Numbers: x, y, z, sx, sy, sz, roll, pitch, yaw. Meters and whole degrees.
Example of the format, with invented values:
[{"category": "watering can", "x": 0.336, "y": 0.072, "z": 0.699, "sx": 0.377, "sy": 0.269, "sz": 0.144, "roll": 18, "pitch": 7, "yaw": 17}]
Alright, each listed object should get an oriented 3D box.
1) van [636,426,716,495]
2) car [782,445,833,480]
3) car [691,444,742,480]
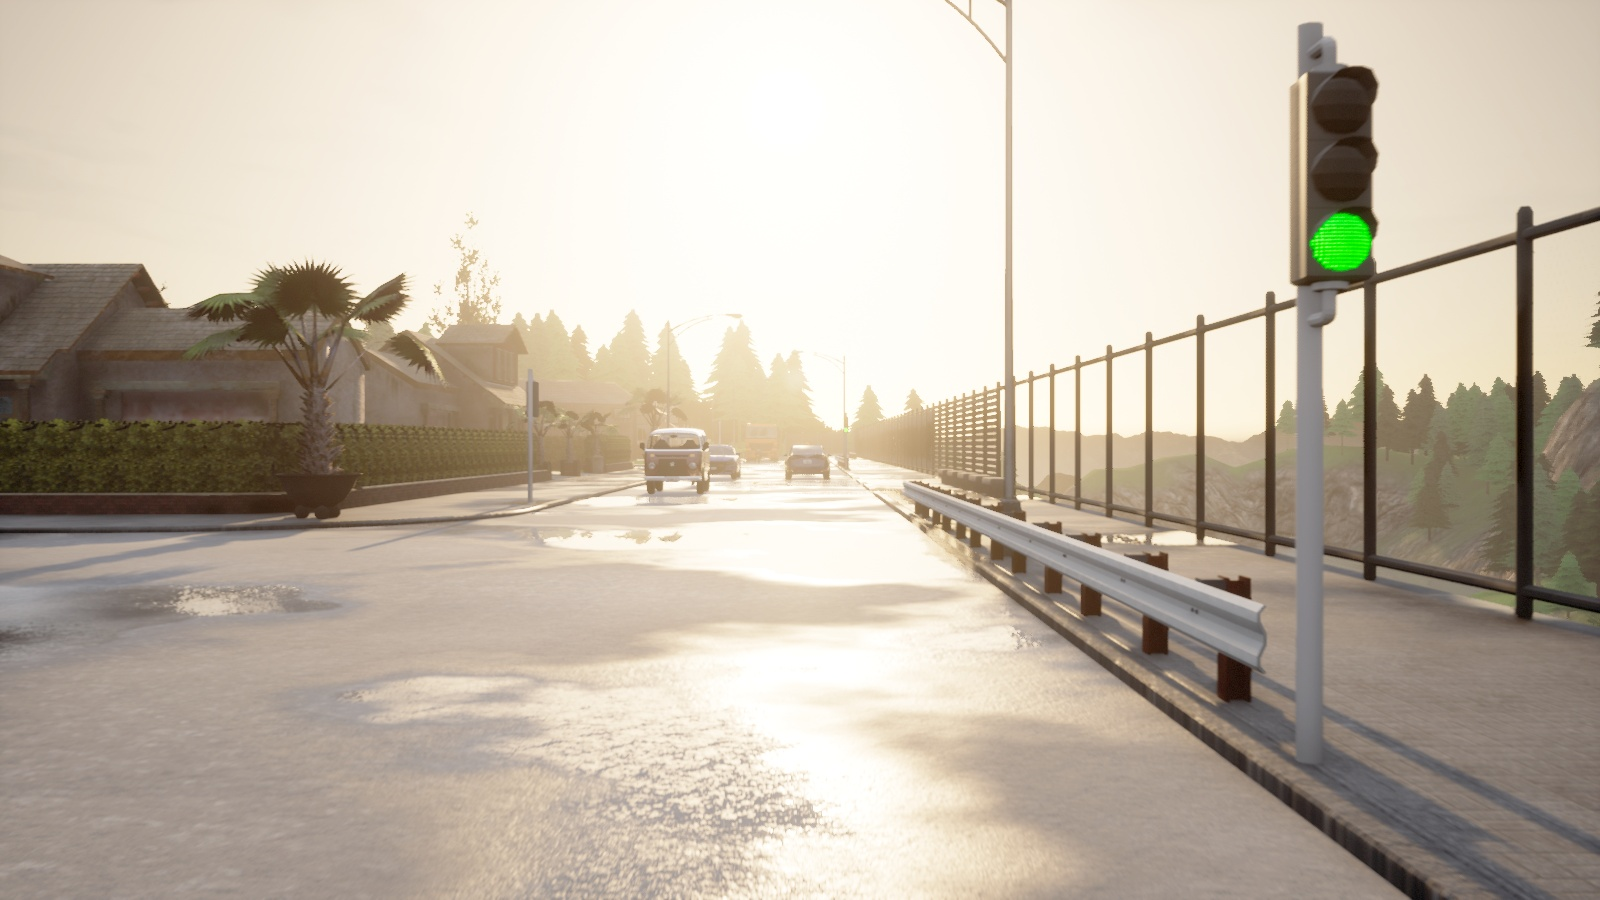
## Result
[{"category": "van", "x": -3.787, "y": 0.306, "z": 39.163, "sx": 2.069, "sy": 2.038, "sz": 4.480, "roll": 0, "pitch": 0, "yaw": 0}, {"category": "car", "x": 0.330, "y": 0.520, "z": 55.317, "sx": 2.163, "sy": 1.488, "sz": 4.792, "roll": 0, "pitch": 0, "yaw": 0}, {"category": "car", "x": -3.667, "y": 0.492, "z": 55.906, "sx": 1.882, "sy": 1.535, "sz": 5.008, "roll": 0, "pitch": 0, "yaw": 0}]
